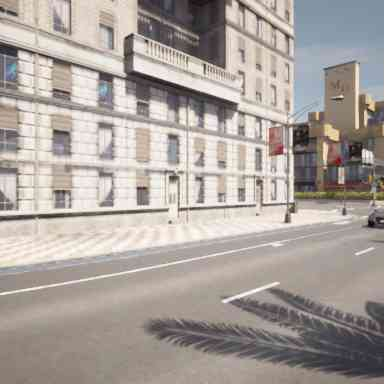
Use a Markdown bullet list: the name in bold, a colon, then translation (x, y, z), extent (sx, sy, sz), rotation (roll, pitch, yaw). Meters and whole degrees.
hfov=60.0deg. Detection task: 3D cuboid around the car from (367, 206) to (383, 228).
- **car**: translation (12.794, 1.562, 21.244), extent (4.181, 1.385, 1.994), rotation (0, 0, -45)
